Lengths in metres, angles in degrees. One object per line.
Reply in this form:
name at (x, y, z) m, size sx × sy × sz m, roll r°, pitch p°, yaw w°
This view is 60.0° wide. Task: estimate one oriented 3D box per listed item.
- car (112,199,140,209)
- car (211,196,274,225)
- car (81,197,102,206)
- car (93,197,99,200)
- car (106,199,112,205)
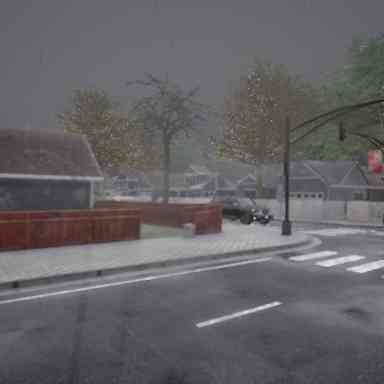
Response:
car at (-7.550, 1.627, 40.582) m, size 1.882 × 1.535 × 5.008 m, roll 1°, pitch -1°, yaw -36°
car at (3.531, 1.337, 25.124) m, size 2.150 × 2.045 × 5.566 m, roll 1°, pitch 0°, yaw -36°
car at (-18.247, 1.718, 60.370) m, size 2.128 × 1.511 × 4.902 m, roll 1°, pitch -1°, yaw -36°
car at (-16.836, 1.360, 53.692) m, size 2.128 × 1.511 × 4.902 m, roll 1°, pitch -1°, yaw -36°
car at (-12.578, 1.772, 52.569) m, size 1.994 × 1.385 × 4.181 m, roll 1°, pitch -1°, yaw -35°
